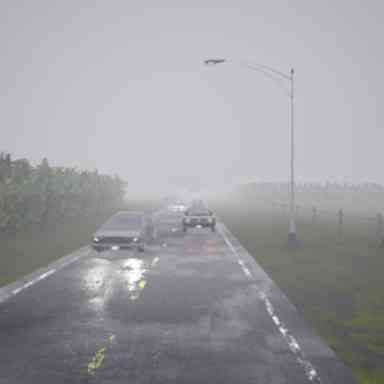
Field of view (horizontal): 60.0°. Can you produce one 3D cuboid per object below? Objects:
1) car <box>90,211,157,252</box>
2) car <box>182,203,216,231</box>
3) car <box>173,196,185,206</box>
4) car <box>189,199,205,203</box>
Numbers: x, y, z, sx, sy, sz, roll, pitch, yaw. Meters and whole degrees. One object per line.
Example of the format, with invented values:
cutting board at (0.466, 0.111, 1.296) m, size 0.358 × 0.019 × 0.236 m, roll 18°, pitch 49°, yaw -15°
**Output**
car at (-2.619, 1.543, 14.088) m, size 2.033 × 1.411 × 5.357 m, roll 0°, pitch 0°, yaw 1°
car at (0.410, 1.599, 20.401) m, size 1.895 × 1.301 × 4.718 m, roll 0°, pitch 0°, yaw 1°
car at (-2.087, 1.461, 54.202) m, size 2.128 × 1.511 × 4.902 m, roll 0°, pitch 0°, yaw 1°
car at (0.657, 1.533, 41.044) m, size 2.033 × 1.411 × 5.357 m, roll 0°, pitch 0°, yaw 1°
